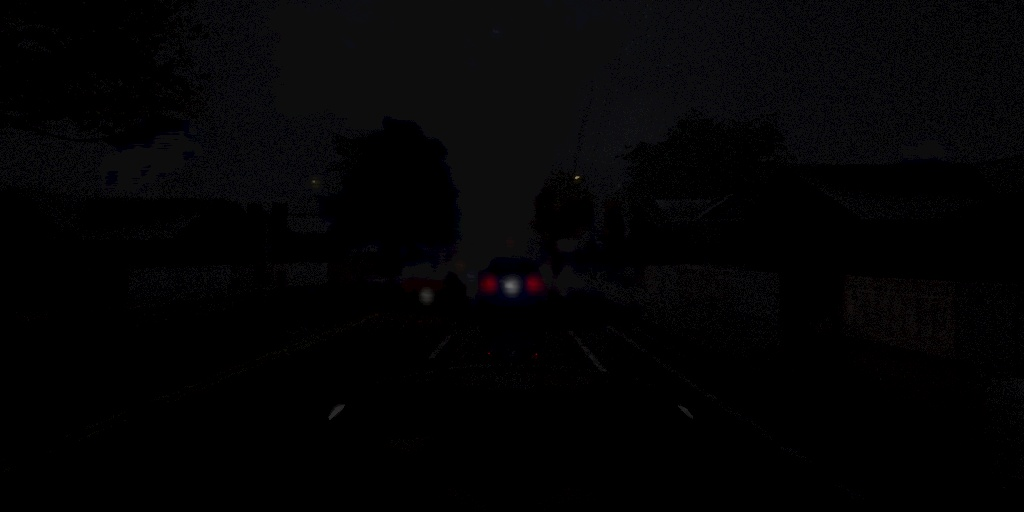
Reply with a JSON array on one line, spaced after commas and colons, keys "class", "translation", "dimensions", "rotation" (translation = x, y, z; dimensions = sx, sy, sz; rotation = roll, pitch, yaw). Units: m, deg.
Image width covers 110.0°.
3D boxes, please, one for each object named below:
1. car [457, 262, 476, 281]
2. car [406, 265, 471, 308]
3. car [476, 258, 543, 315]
[{"class": "car", "translation": [-3.228, 1.526, 31.092], "dimensions": [1.882, 1.535, 5.008], "rotation": [0, 0, 0]}, {"class": "car", "translation": [-3.225, 1.374, 16.088], "dimensions": [1.882, 1.535, 5.008], "rotation": [0, 0, 0]}, {"class": "car", "translation": [0.009, 1.105, 14.443], "dimensions": [2.150, 2.045, 5.566], "rotation": [0, 0, 0]}]
